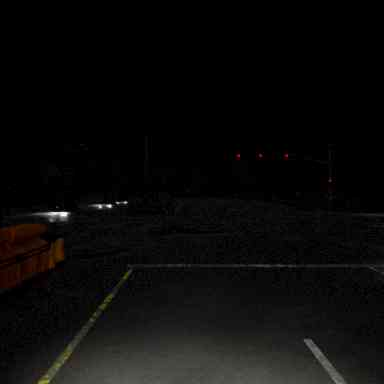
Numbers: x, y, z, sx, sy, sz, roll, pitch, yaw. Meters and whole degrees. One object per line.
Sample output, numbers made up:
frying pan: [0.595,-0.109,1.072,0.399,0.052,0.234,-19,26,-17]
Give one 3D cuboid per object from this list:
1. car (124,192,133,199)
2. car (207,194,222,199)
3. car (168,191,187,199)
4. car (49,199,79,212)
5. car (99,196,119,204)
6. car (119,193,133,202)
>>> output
car: [-16.813,0.988,88.565,2.097,1.767,4.553,0,0,-14]
car: [6.915,1.145,94.695,2.033,1.411,5.357,0,0,-18]
car: [-4.255,0.822,95.251,2.150,2.045,5.566,0,0,-22]
car: [-14.089,1.426,36.747,1.994,1.385,4.181,0,0,0]
car: [-14.069,1.378,55.718,1.895,1.301,4.718,0,0,0]
car: [-13.991,1.075,67.649,2.097,1.767,4.553,0,0,0]
